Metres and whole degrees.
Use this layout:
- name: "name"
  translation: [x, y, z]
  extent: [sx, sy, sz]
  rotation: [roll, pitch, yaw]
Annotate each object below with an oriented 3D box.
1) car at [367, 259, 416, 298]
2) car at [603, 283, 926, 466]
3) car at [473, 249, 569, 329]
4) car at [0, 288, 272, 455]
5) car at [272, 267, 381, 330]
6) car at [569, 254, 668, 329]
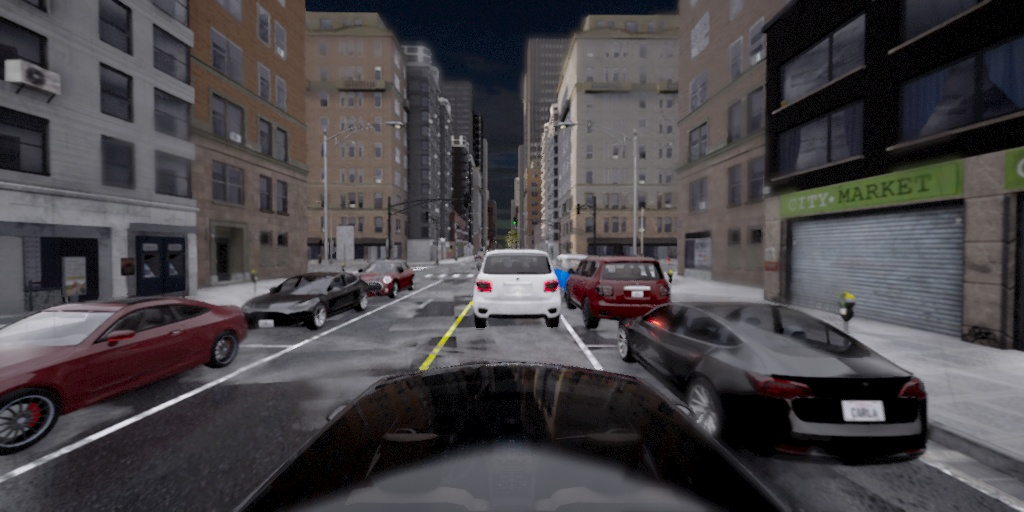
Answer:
- name: "car"
  translation: [-5.710, 0.922, 16.020]
  extent: [1.967, 1.591, 4.097]
  rotation: [0, 0, 0]
- name: "car"
  translation: [2.847, 1.255, 5.004]
  extent: [1.948, 1.339, 4.313]
  rotation: [0, 0, 0]
- name: "car"
  translation: [0.085, 0.803, 10.770]
  extent: [2.150, 2.045, 5.566]
  rotation: [0, 1, -1]
- name: "car"
  translation: [-5.678, 1.270, 4.972]
  extent: [1.802, 1.307, 4.207]
  rotation: [0, 0, 0]
- name: "car"
  translation: [-5.694, 1.151, 10.496]
  extent: [1.948, 1.339, 4.313]
  rotation: [0, 0, 0]
- name: "car"
  translation: [2.832, 0.901, 10.527]
  extent: [2.192, 1.841, 5.009]
  rotation: [0, 0, 0]
